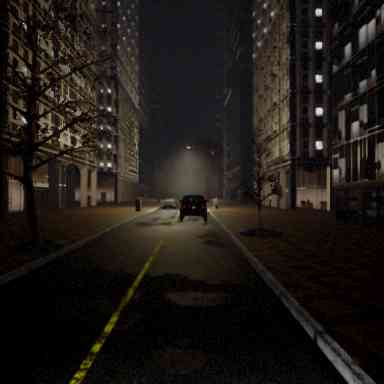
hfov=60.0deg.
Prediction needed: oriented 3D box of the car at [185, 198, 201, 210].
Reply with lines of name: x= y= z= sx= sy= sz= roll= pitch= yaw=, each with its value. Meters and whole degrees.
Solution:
car: x=0.104 y=1.554 z=44.469 sx=1.994 sy=1.385 sz=4.181 roll=0 pitch=0 yaw=0

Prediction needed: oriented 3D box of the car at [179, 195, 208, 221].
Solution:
car: x=0.115 y=1.219 z=27.236 sx=2.150 sy=2.045 sz=5.566 roll=0 pitch=0 yaw=0

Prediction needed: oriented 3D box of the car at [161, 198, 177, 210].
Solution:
car: x=-2.839 y=1.538 z=42.679 sx=2.033 sy=1.411 sz=5.357 roll=0 pitch=0 yaw=0
